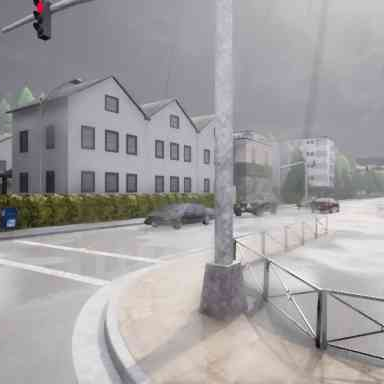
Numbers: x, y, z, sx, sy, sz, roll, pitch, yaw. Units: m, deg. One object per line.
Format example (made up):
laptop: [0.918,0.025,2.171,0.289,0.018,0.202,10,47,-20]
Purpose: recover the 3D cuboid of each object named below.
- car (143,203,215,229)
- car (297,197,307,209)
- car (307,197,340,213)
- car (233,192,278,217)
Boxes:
car: [-0.511,1.360,20.206,2.033,1.411,5.357,0,0,35]
car: [14.582,1.341,41.337,2.128,1.511,4.902,0,0,35]
car: [13.516,1.289,33.608,1.882,1.535,5.008,0,0,35]
car: [5.644,1.032,28.891,2.150,2.045,5.566,0,0,35]
